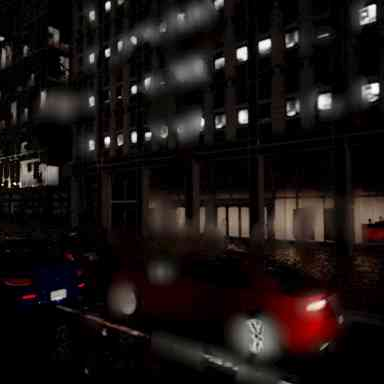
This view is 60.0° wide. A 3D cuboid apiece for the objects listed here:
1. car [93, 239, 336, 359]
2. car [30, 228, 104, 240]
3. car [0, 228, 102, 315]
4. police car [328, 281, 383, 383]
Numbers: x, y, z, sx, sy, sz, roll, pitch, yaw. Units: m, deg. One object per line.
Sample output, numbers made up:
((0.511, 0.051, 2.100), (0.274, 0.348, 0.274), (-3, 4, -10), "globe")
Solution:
((0.403, 1.758, 6.240), (4.507, 1.381, 1.887), (-1, -3, 37), "car")
((-4.037, 1.725, 9.566), (4.097, 1.590, 1.967), (-1, -3, 37), "car")
((-4.276, 1.742, 7.462), (4.674, 1.442, 1.812), (-1, -2, 37), "car")
((3.659, 1.513, 1.558), (5.238, 1.638, 1.930), (-1, -2, 37), "police car")
